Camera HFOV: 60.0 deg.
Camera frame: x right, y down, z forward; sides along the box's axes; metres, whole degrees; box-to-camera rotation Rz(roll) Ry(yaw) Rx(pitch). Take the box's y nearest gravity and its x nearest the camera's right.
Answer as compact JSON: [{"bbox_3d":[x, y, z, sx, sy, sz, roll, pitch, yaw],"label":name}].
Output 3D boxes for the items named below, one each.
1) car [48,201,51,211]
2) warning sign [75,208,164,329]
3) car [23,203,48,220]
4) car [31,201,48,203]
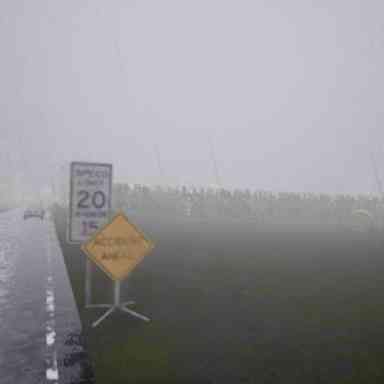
[{"bbox_3d":[-26.701,2.426,60.368,2.097,1.767,4.553,2,-2,-24],"label":"car"},{"bbox_3d":[-1.331,1.257,5.994,1.300,1.860,1.060,3,-1,-24],"label":"warning sign"},{"bbox_3d":[-16.797,2.154,35.376,2.033,1.411,5.357,2,-2,-23],"label":"car"},{"bbox_3d":[-21.270,2.140,45.552,2.097,1.767,4.553,2,-2,-23],"label":"car"}]
